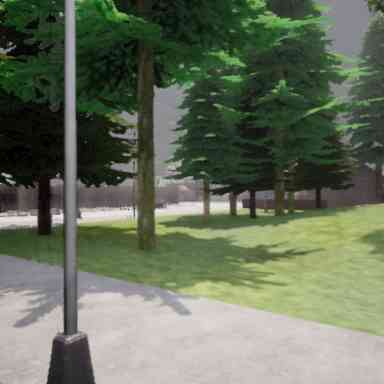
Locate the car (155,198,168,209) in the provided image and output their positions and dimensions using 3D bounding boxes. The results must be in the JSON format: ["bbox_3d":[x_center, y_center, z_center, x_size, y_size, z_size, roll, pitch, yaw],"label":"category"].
[{"bbox_3d":[-5.319,1.586,45.022,1.837,1.490,4.892,0,-1,36],"label":"car"}]
